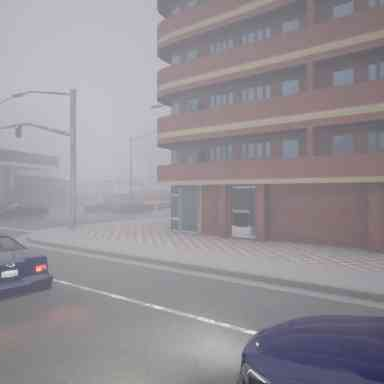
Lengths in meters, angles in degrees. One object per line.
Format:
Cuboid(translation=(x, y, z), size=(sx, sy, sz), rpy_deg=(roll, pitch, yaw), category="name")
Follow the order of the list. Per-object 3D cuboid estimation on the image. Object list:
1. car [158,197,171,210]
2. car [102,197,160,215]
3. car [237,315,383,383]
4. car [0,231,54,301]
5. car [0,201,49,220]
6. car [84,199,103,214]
Cuboid(translation=(-4.011, 1.389, 43.221), size=(2.097, 1.767, 4.553), rpy_deg=(0, 0, 34), category="car")
Cuboid(translation=(-6.040, 1.569, 33.674), size=(2.033, 1.411, 5.357), rpy_deg=(0, 0, 34), category="car")
Cuboid(translation=(2.548, 1.536, 2.176), size=(4.674, 1.442, 1.812), rpy_deg=(0, 0, 35), category="car")
Cuboid(translation=(-5.305, 1.545, 7.672), size=(5.357, 1.411, 2.033), rpy_deg=(0, 0, 38), category="car")
Cuboid(translation=(-14.394, 1.523, 27.966), size=(1.812, 1.442, 4.674), rpy_deg=(0, 0, 34), category="car")
Cuboid(translation=(-9.202, 1.494, 35.609), size=(1.882, 1.535, 5.008), rpy_deg=(0, 0, 34), category="car")
